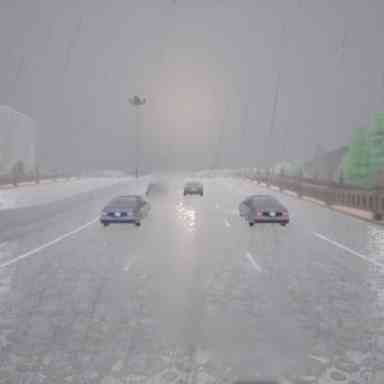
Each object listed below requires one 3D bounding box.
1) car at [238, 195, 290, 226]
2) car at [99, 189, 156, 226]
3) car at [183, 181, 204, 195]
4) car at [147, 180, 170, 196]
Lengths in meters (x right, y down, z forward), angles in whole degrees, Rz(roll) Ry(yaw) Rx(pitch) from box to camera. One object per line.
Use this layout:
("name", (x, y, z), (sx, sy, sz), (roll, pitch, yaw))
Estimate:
("car", (3.641, 0.854, 17.564), (2.033, 1.411, 5.357), (0, 4, 0))
("car", (-3.359, 0.858, 17.492), (2.033, 1.411, 5.357), (0, 4, 0))
("car", (0.152, -0.465, 33.728), (1.994, 1.385, 4.181), (0, 5, 1))
("car", (-3.355, -0.482, 33.228), (1.837, 1.490, 4.892), (0, 5, 1))
